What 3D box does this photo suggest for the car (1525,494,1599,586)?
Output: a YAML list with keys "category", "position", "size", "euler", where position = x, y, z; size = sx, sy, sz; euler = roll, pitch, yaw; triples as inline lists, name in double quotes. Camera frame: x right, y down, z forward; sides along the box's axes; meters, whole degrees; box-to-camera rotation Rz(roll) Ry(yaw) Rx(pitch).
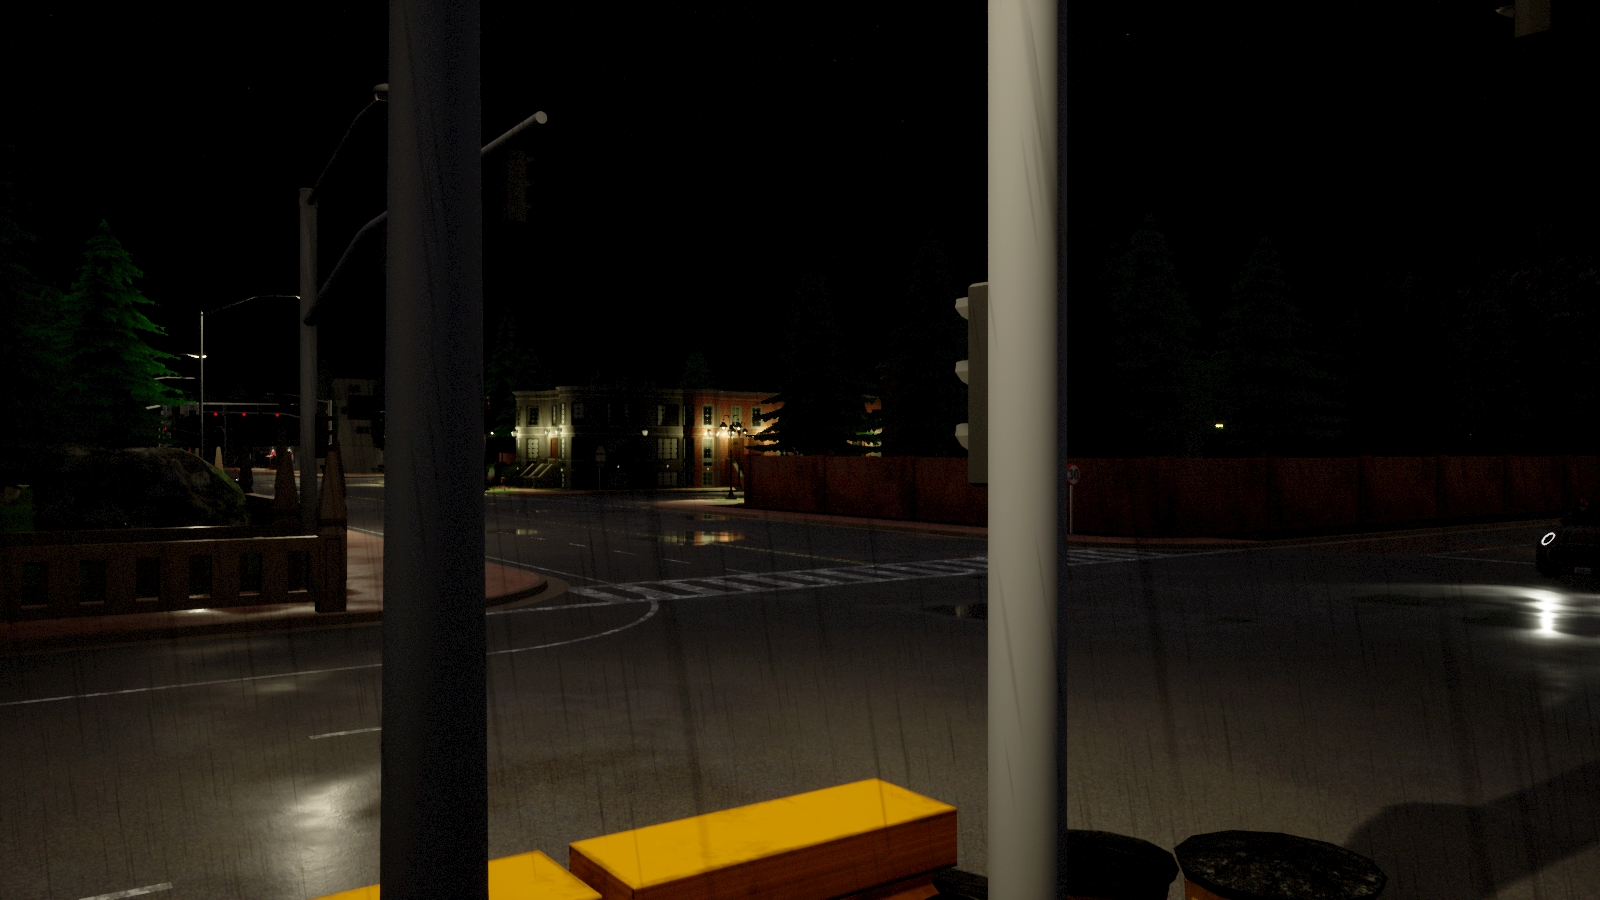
- category: "car"
  position: [18.010, 1.906, 24.946]
  size: [4.553, 1.767, 2.097]
  euler: [0, 0, -35]
